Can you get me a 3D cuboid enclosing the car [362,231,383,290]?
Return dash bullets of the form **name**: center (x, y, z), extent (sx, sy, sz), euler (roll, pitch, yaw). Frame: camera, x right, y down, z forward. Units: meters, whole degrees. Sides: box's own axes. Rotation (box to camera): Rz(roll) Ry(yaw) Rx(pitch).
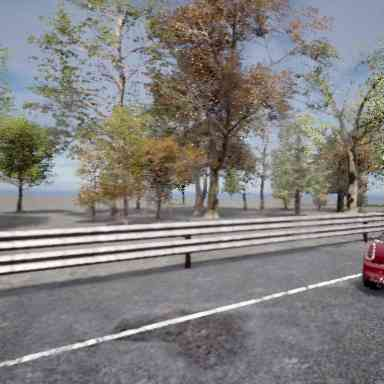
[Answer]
- **car**: center (6.173, 1.430, 8.037), extent (4.553, 1.767, 2.097), euler (1, 0, -35)
